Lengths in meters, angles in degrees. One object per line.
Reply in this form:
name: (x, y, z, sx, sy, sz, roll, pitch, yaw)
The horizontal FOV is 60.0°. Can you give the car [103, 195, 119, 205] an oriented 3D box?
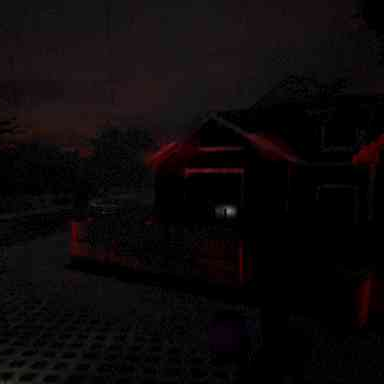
car: (-12.471, 1.163, 51.540, 1.812, 1.442, 4.674, 2, 1, -3)
